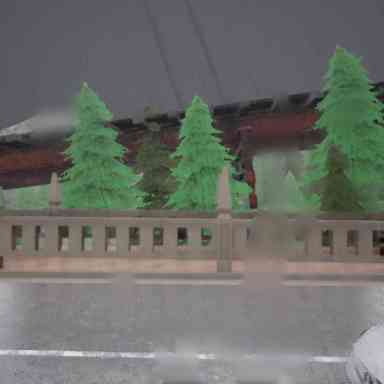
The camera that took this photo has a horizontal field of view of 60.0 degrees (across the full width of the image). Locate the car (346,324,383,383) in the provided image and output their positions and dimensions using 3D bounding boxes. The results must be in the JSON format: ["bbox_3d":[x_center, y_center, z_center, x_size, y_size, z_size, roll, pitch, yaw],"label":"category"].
[{"bbox_3d":[3.772,1.503,2.669,4.674,1.442,1.812,0,0,3],"label":"car"}]
